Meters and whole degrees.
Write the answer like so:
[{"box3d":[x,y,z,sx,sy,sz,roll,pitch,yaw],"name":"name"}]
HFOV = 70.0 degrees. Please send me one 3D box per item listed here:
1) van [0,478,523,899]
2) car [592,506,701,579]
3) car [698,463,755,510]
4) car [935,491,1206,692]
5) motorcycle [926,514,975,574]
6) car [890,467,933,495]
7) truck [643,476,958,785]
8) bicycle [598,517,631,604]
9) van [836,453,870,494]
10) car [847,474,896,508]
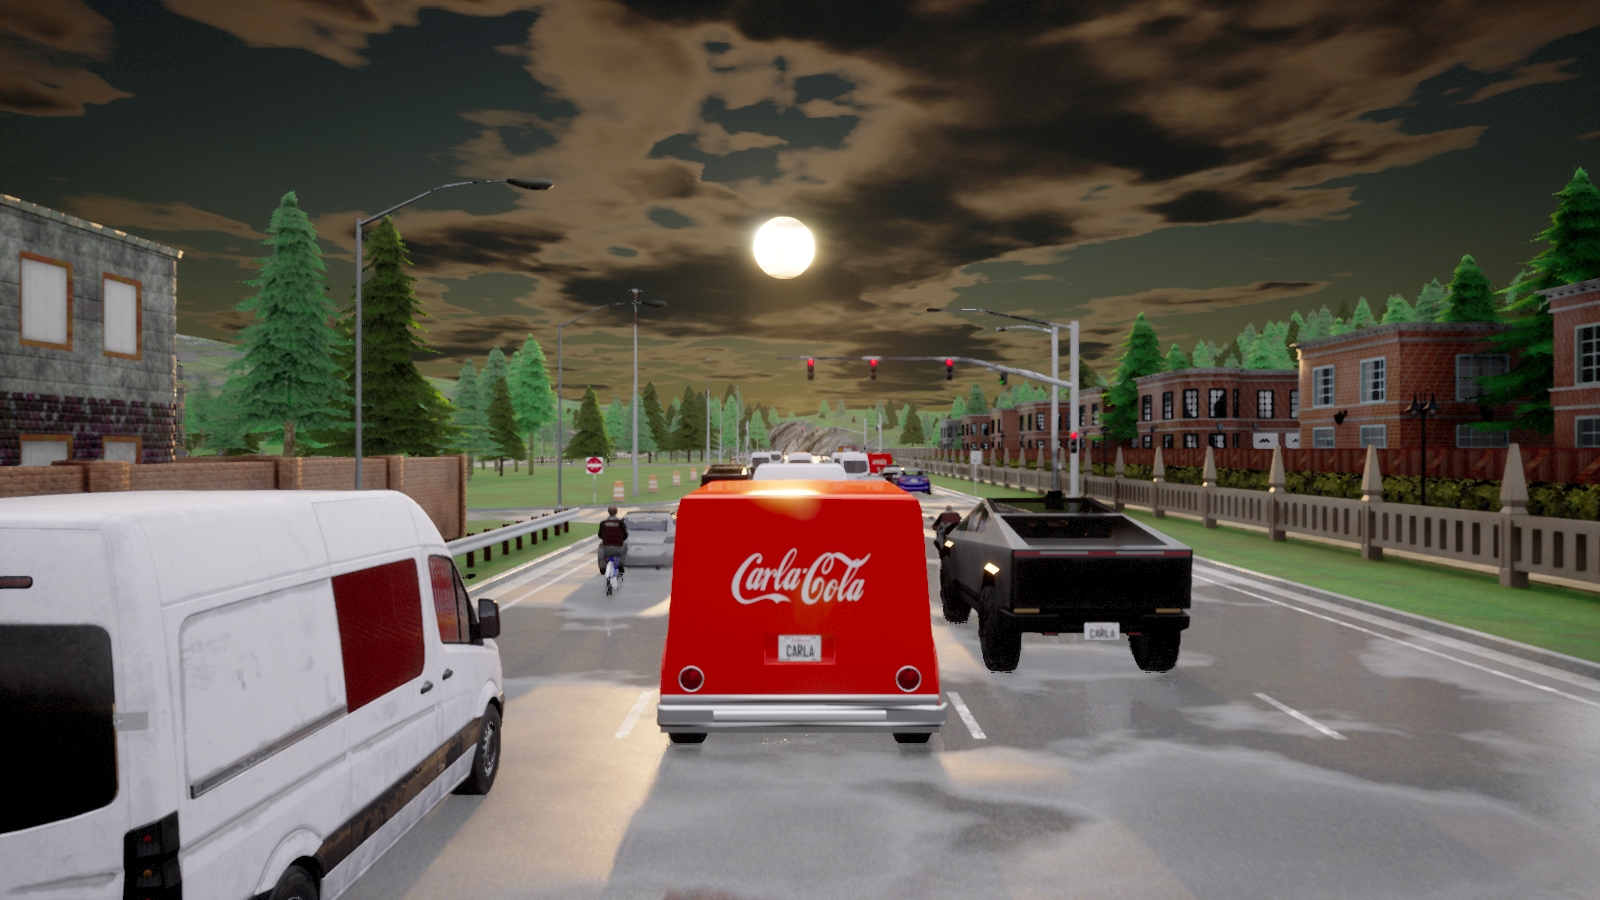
[{"box3d":[-3.502,1.531,7.400,1.988,2.561,5.915,0,0,0],"name":"van"},{"box3d":[-3.503,2.109,26.864,1.994,1.385,4.181,0,0,0],"name":"car"},{"box3d":[-3.501,1.734,55.710,2.390,2.098,6.274,0,0,0],"name":"car"},{"box3d":[3.501,1.747,16.340,2.390,2.098,6.274,0,0,0],"name":"car"},{"box3d":[3.531,2.195,27.024,0.867,1.251,2.209,0,0,0],"name":"motorcycle"},{"box3d":[6.999,1.943,72.105,2.242,1.667,4.611,0,0,0],"name":"car"},{"box3d":[0.001,1.563,12.133,2.627,2.467,5.204,0,0,0],"name":"truck"},{"box3d":[-3.501,2.052,21.636,0.329,1.471,1.835,0,0,0],"name":"bicycle"},{"box3d":[3.494,1.508,75.816,1.988,2.561,5.915,0,0,0],"name":"van"},{"box3d":[3.500,2.014,56.856,2.097,1.535,5.006,0,0,0],"name":"car"}]
